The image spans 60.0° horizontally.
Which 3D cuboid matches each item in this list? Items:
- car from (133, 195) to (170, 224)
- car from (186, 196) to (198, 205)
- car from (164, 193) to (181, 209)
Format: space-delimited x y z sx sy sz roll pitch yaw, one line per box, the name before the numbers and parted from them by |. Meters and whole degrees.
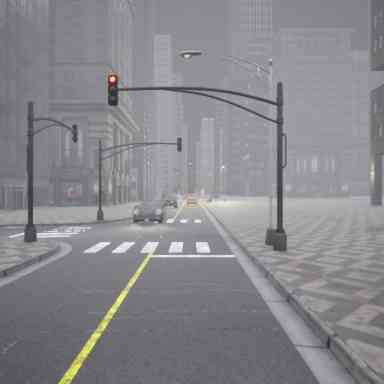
car | -3.099 1.352 25.001 2.097 1.767 4.553 0 0 0
car | 0.007 1.489 57.641 1.882 1.535 5.008 0 0 0
car | -3.091 1.227 45.753 2.150 2.045 5.566 0 0 0
